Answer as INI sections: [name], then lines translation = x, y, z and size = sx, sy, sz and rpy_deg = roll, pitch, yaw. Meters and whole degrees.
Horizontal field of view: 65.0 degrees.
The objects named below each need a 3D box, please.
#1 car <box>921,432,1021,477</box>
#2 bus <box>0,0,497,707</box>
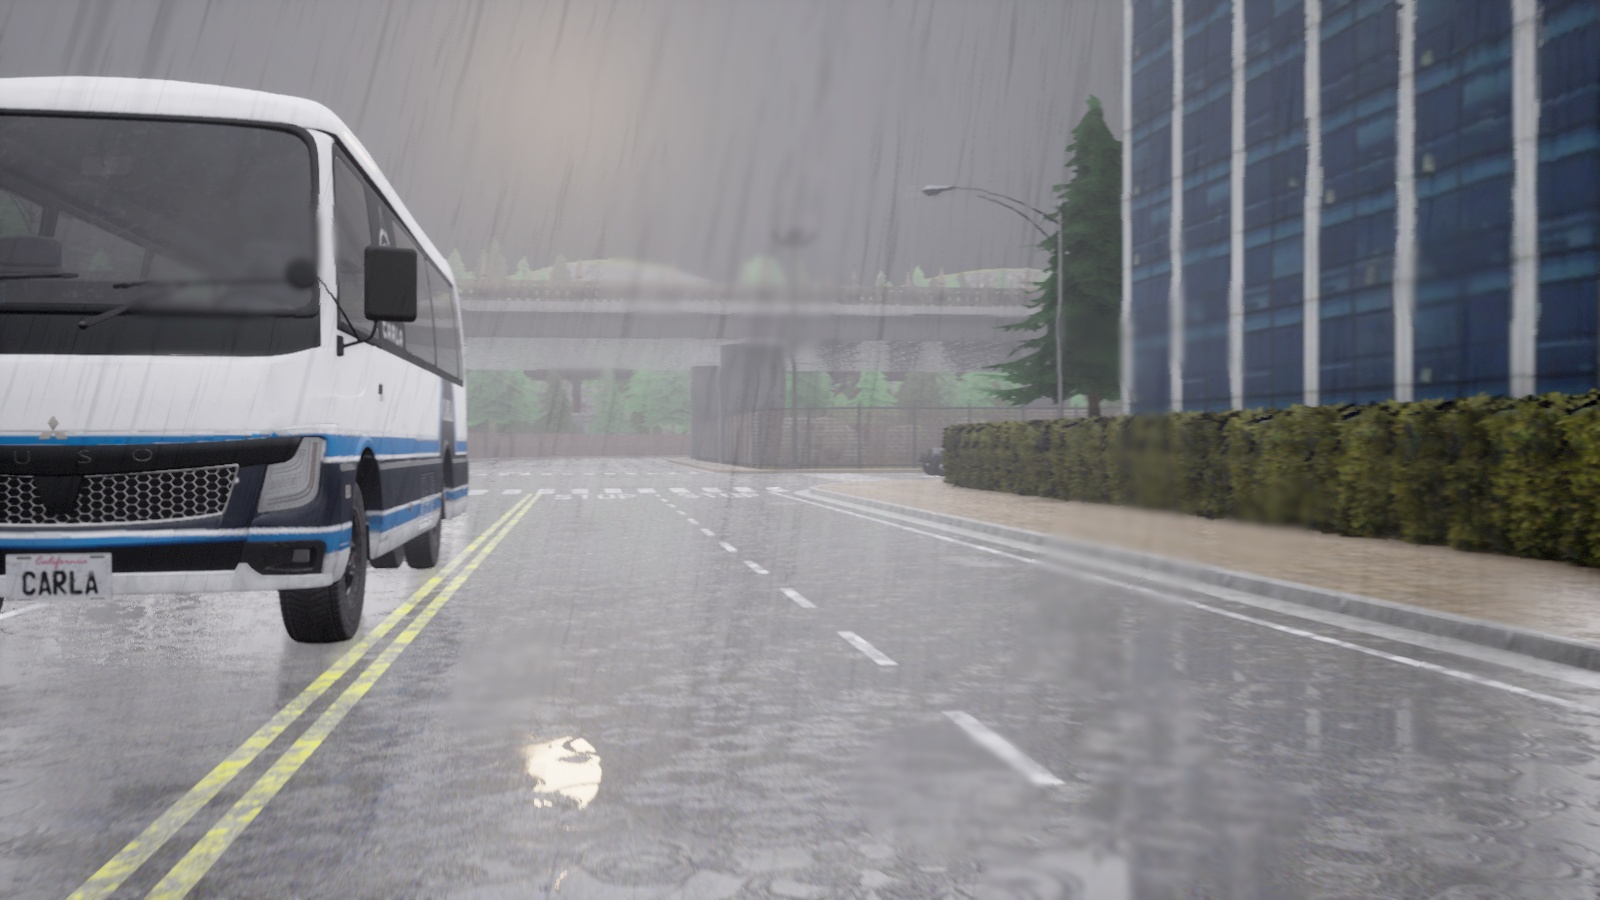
[car]
translation = 7.330, 0.178, 54.028
size = 3.866, 1.878, 1.905
rpy_deg = 0, 0, -10
[bus]
translation = -5.331, -0.696, 12.130
size = 3.944, 4.253, 10.273
rpy_deg = 0, 0, -9
